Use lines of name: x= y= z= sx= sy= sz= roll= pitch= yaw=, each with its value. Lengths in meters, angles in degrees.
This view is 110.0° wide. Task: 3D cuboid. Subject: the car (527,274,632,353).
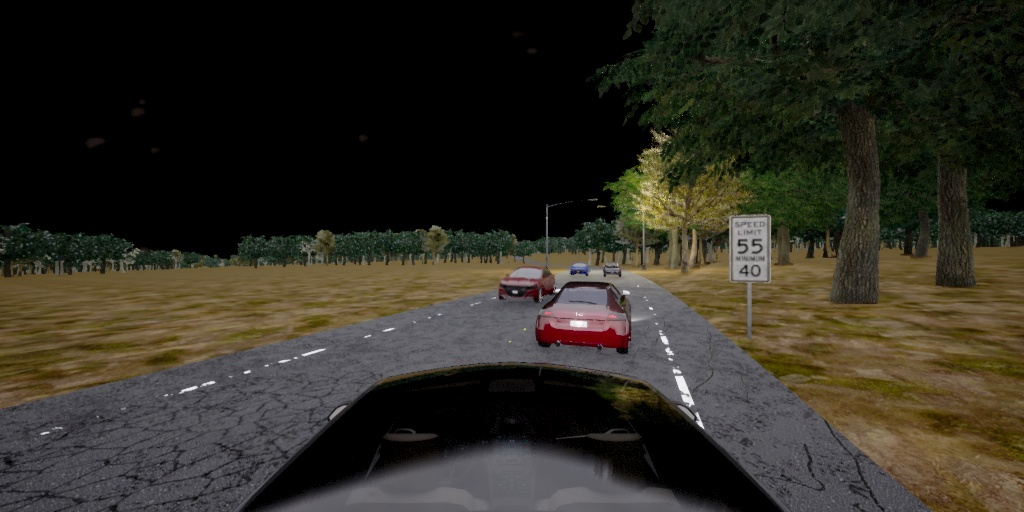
car: x=1.960 y=1.326 z=9.031 sx=1.994 sy=1.385 sz=4.181 roll=0 pitch=0 yaw=18

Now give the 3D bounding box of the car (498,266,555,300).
car: x=0.874 y=1.247 z=17.369 sx=1.882 sy=1.535 sz=5.008 roll=2 pitch=0 yaw=17

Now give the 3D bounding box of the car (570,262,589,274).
car: x=7.740 y=1.498 z=40.916 sx=1.882 sy=1.535 sz=5.008 roll=1 pitch=-1 yaw=15

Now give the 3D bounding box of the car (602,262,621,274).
car: x=11.093 y=1.519 z=39.657 sx=2.128 sy=1.511 sz=4.902 roll=0 pitch=-1 yaw=15

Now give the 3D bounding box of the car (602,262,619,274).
car: x=13.612 y=1.629 z=49.765 sx=2.128 sy=1.511 sz=4.902 roll=0 pitch=-1 yaw=14
